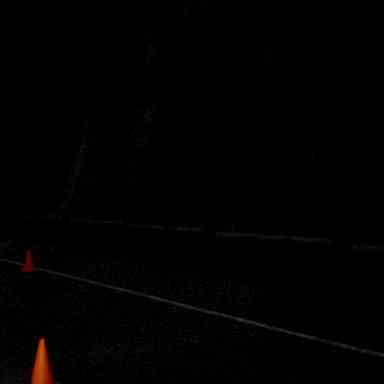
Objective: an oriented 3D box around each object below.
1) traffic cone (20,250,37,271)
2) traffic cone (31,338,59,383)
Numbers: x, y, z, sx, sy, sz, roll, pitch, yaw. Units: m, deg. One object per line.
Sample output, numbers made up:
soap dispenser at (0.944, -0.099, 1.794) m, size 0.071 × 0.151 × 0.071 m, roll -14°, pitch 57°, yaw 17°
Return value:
traffic cone at (-4.790, 1.991, 9.775) m, size 0.340 × 0.580 × 0.340 m, roll 0°, pitch 0°, yaw 36°
traffic cone at (-1.716, 1.974, 3.812) m, size 0.340 × 0.580 × 0.340 m, roll 0°, pitch 0°, yaw 36°
